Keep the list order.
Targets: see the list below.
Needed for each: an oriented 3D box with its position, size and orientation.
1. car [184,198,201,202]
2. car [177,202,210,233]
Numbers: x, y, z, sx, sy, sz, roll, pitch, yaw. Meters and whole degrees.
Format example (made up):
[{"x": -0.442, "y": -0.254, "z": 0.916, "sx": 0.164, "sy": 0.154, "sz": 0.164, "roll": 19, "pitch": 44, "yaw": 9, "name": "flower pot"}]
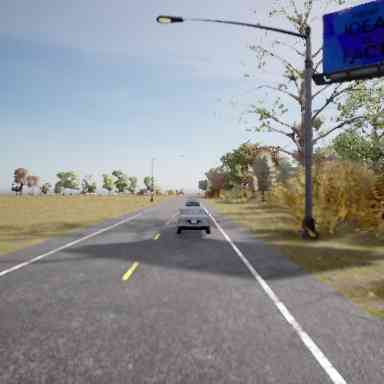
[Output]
[{"x": 0.092, "y": 1.530, "z": 42.871, "sx": 1.837, "sy": 1.490, "sz": 4.892, "roll": 0, "pitch": 0, "yaw": 0, "name": "car"}, {"x": 0.097, "y": 1.559, "z": 19.498, "sx": 2.033, "sy": 1.411, "sz": 5.357, "roll": 0, "pitch": 0, "yaw": 0, "name": "car"}]
